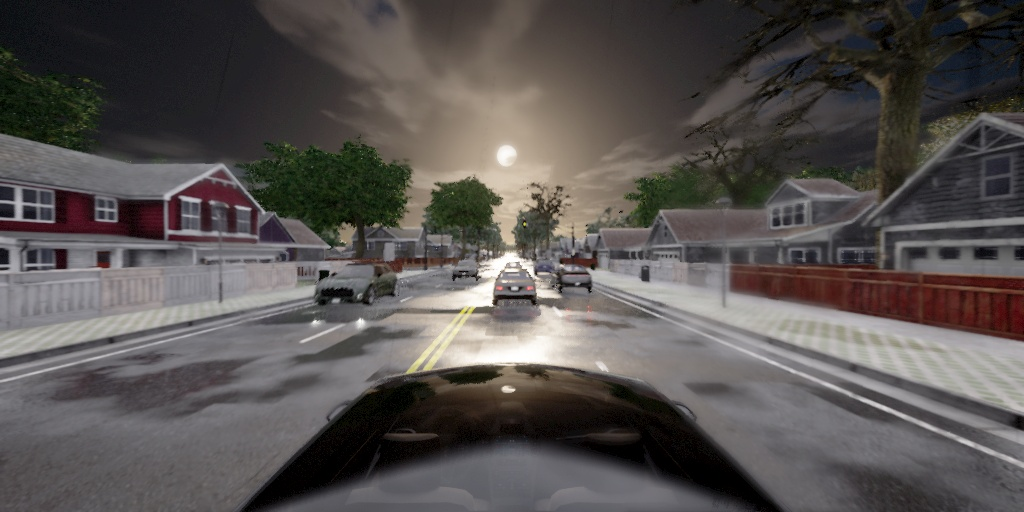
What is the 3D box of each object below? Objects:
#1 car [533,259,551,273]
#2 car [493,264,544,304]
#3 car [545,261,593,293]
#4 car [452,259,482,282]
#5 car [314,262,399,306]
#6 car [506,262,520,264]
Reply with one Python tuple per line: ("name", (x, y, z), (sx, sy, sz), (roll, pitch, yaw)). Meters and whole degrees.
("car", (3.346, 1.073, 38.413), (2.097, 1.767, 4.553), (0, 0, 0))
("car", (0.104, 1.287, 16.224), (2.033, 1.411, 5.357), (0, 0, 0))
("car", (3.357, 1.228, 20.801), (2.128, 1.511, 4.902), (0, 0, 0))
("car", (-3.244, 0.949, 26.492), (1.837, 1.490, 4.892), (0, 0, 0))
("car", (-6.577, 1.092, 15.681), (2.097, 1.767, 4.553), (0, 0, 0))
("car", (0.110, 1.271, 35.334), (2.033, 1.411, 5.357), (0, 0, 0))
